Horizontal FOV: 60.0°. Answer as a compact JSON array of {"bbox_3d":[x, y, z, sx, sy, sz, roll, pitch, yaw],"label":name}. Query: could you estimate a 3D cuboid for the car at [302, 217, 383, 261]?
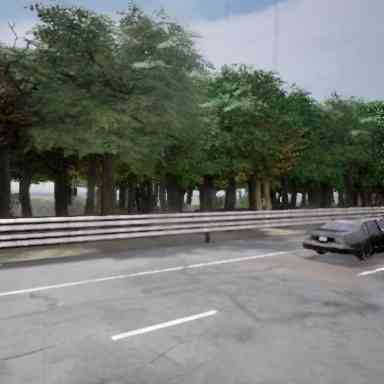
[{"bbox_3d":[6.531,1.679,12.822,5.357,1.411,2.033,1,0,-35],"label":"car"}]
